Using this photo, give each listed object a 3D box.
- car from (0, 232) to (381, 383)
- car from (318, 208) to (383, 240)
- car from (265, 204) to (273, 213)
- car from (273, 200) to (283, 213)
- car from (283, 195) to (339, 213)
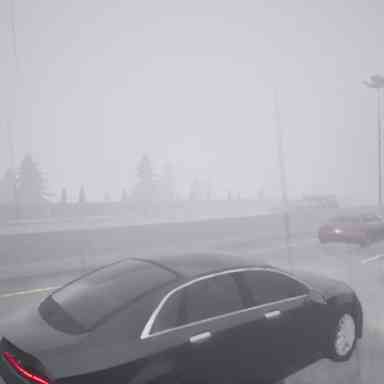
[{"bbox_3d":[0.303,1.513,4.213,4.892,1.490,1.837,0,0,-37],"label":"car"},{"bbox_3d":[7.394,1.556,14.878,4.181,1.385,1.994,0,0,-43],"label":"car"},{"bbox_3d":[10.397,1.597,37.378,5.357,1.411,2.033,0,0,-44],"label":"car"},{"bbox_3d":[10.467,1.524,32.574,4.902,1.511,2.128,0,0,-44],"label":"car"},{"bbox_3d":[10.172,1.238,27.425,5.566,2.045,2.150,0,0,-44],"label":"car"}]
